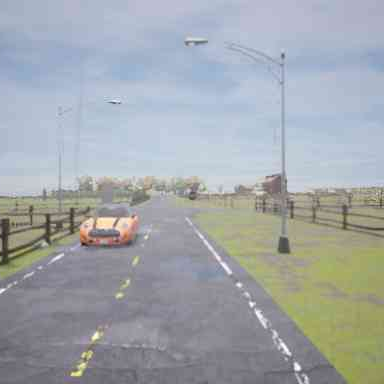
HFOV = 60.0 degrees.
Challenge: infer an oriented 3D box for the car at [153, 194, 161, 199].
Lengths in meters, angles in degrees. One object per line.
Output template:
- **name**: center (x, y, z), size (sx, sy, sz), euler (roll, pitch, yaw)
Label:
- **car**: center (-9.418, 1.212, 90.071), size (1.812, 1.442, 4.674), euler (0, 0, -4)

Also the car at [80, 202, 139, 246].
- **car**: center (-3.638, 1.362, 15.341), size (2.097, 1.767, 4.553), euler (0, 0, -4)
